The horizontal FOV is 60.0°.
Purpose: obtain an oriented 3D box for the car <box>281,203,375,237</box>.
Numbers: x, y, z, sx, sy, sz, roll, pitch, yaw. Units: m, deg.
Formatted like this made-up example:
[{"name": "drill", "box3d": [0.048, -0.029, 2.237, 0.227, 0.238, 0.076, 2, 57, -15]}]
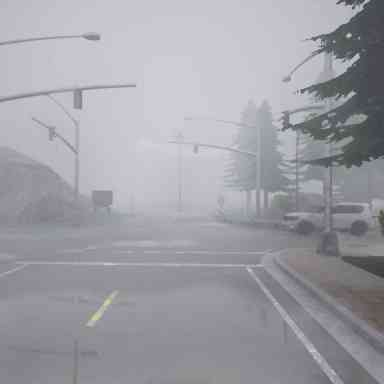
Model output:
[{"name": "car", "box3d": [8.617, 1.694, 21.222, 5.566, 2.045, 2.150, 1, -1, -1]}]
